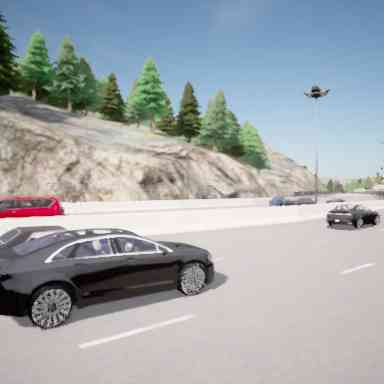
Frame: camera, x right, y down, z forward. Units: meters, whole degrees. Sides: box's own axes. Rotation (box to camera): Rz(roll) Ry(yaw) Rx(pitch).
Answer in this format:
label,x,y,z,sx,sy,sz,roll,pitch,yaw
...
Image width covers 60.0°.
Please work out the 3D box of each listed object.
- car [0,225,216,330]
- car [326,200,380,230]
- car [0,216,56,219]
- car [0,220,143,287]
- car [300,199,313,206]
label,x,y,z,sx,sy,sz,roll,pitch,yaw
car,-1.692,1.507,6.986,4.902,1.511,2.128,0,0,-36
car,10.493,1.524,21.518,4.902,1.511,2.128,0,0,-42
car,-9.957,1.268,18.487,5.566,2.045,2.150,0,0,-37
car,-3.962,1.624,9.624,4.718,1.301,1.895,0,0,-36
car,16.074,1.581,47.593,1.837,1.490,4.892,0,0,41
